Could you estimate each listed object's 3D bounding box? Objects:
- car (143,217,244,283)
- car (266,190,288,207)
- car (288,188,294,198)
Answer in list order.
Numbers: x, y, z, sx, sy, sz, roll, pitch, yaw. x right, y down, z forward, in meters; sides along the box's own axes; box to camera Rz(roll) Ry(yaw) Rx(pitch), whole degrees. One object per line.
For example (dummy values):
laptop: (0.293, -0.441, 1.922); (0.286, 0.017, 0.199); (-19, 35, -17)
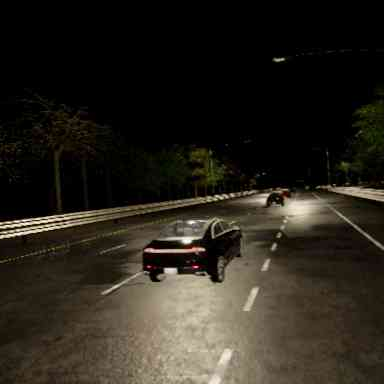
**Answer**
car: (0.268, 1.489, 9.691); (2.128, 1.511, 4.902); (-4, 0, 18)
car: (9.545, 0.891, 37.918); (1.837, 1.490, 4.892); (-4, 0, 18)
car: (17.395, 0.390, 61.796); (1.812, 1.442, 4.674); (-4, 0, 18)
